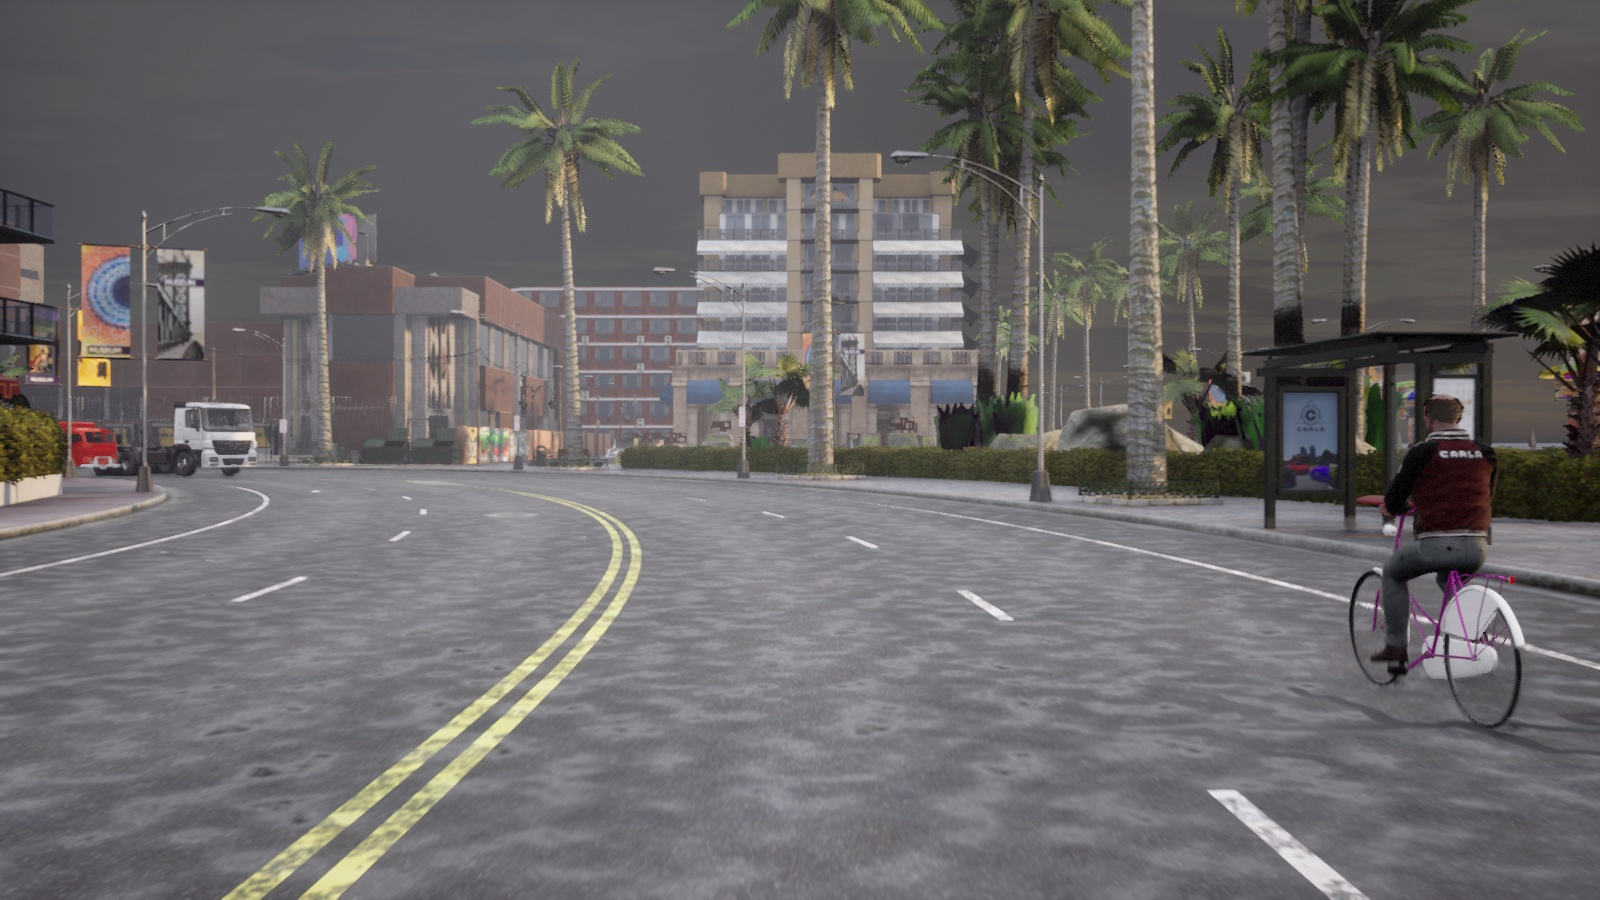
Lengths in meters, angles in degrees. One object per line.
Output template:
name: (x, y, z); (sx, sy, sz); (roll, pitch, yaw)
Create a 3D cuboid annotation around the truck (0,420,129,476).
truck: (-33.559, -0.097, 57.186); (5.204, 2.467, 2.627); (0, 0, 23)

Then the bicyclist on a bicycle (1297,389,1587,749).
bicyclist on a bicycle: (3.528, 0.579, 7.108); (0.659, 1.776, 1.843); (0, 1, -1)

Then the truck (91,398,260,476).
truck: (-29.381, -0.600, 59.032); (7.936, 3.462, 2.891); (0, 0, 26)
